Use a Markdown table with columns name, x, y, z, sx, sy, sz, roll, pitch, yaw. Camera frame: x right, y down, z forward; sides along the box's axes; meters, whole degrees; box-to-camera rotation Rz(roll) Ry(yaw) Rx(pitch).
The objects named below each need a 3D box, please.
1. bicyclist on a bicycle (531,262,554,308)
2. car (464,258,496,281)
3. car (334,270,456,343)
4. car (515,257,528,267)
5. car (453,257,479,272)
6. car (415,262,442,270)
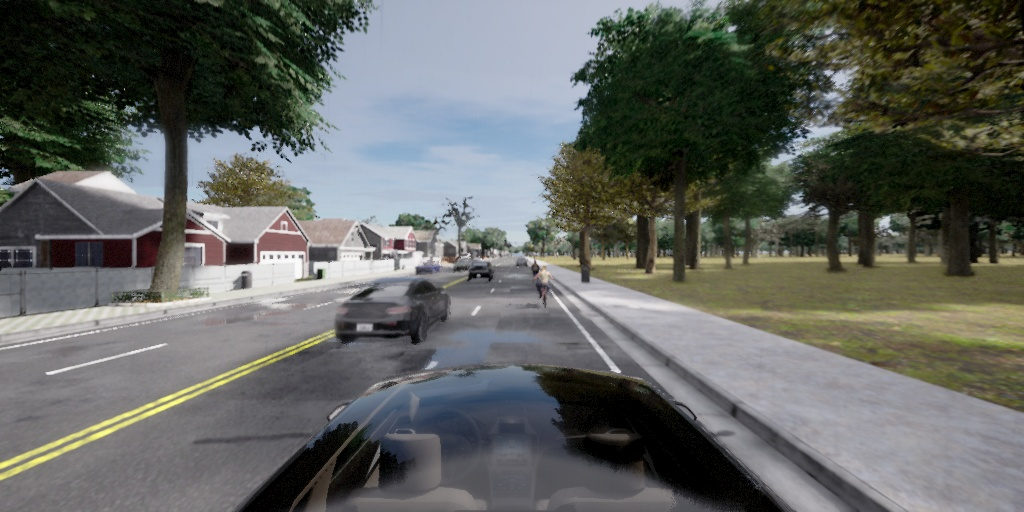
| name | x | y | z | sx | sy | sz | roll | pitch | yaw |
| --- | --- | --- | --- | --- | --- | --- | --- | --- | --- |
| bicyclist on a bicycle | 1.246 | 1.142 | 14.033 | 0.866 | 1.612 | 1.509 | 0 | 0 | 2 |
| car | -2.405 | 1.185 | 28.937 | 1.837 | 1.490 | 4.892 | 0 | 0 | 1 |
| car | -2.897 | 1.265 | 9.488 | 1.812 | 1.442 | 4.674 | 0 | 0 | 1 |
| car | 1.645 | 1.068 | 60.653 | 2.128 | 1.511 | 4.902 | 0 | 0 | 2 |
| car | -5.524 | 1.014 | 41.905 | 2.097 | 1.767 | 4.553 | 0 | 0 | 2 |
| car | -8.867 | 1.287 | 38.354 | 1.895 | 1.301 | 4.718 | 0 | 0 | 1 |
